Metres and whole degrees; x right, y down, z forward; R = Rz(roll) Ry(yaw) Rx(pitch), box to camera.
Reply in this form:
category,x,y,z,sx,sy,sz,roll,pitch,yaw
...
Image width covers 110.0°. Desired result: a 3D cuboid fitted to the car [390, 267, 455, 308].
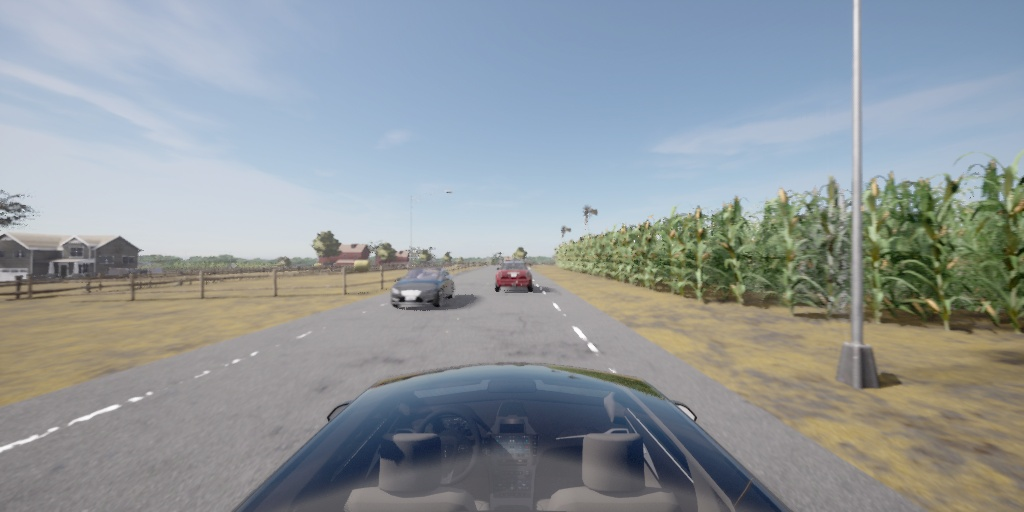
category,x,y,z,sx,sy,sz,roll,pitch,yaw
car,-3.598,1.237,15.173,2.128,1.511,4.902,0,0,0

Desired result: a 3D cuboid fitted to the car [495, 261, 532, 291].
category,x,y,z,sx,sy,sz,roll,pitch,yaw
car,0.100,1.103,21.966,2.097,1.767,4.553,0,0,0
